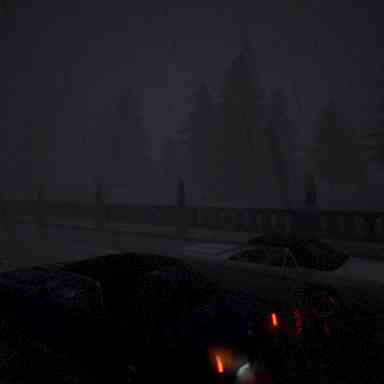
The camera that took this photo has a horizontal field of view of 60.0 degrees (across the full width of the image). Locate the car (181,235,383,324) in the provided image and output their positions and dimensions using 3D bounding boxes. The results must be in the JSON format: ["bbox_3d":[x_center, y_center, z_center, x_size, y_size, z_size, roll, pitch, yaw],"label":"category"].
[{"bbox_3d":[1.611,1.599,7.141,4.718,1.301,1.895,0,0,35],"label":"car"}]

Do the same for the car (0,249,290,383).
[{"bbox_3d":[-1.242,1.598,4.876,4.718,1.301,1.895,0,0,35],"label":"car"}]
